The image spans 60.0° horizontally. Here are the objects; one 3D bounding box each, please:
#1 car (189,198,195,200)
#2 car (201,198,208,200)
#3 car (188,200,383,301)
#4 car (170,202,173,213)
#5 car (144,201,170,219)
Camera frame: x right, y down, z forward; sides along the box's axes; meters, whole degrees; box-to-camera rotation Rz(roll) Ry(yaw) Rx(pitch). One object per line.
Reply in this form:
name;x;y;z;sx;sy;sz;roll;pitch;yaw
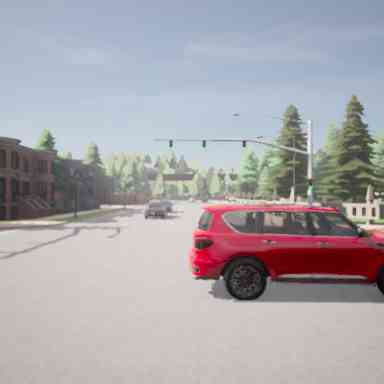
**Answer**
car;-0.006;2.327;91.336;1.812;1.442;4.674;0;-1;0
car;3.494;2.302;91.337;1.837;1.490;4.892;0;-1;0
car;2.684;1.307;8.040;5.566;2.045;2.150;0;0;1
car;-3.570;1.929;43.871;1.837;1.490;4.892;0;-1;0
car;-3.598;1.829;33.502;1.837;1.490;4.892;0;-1;0
